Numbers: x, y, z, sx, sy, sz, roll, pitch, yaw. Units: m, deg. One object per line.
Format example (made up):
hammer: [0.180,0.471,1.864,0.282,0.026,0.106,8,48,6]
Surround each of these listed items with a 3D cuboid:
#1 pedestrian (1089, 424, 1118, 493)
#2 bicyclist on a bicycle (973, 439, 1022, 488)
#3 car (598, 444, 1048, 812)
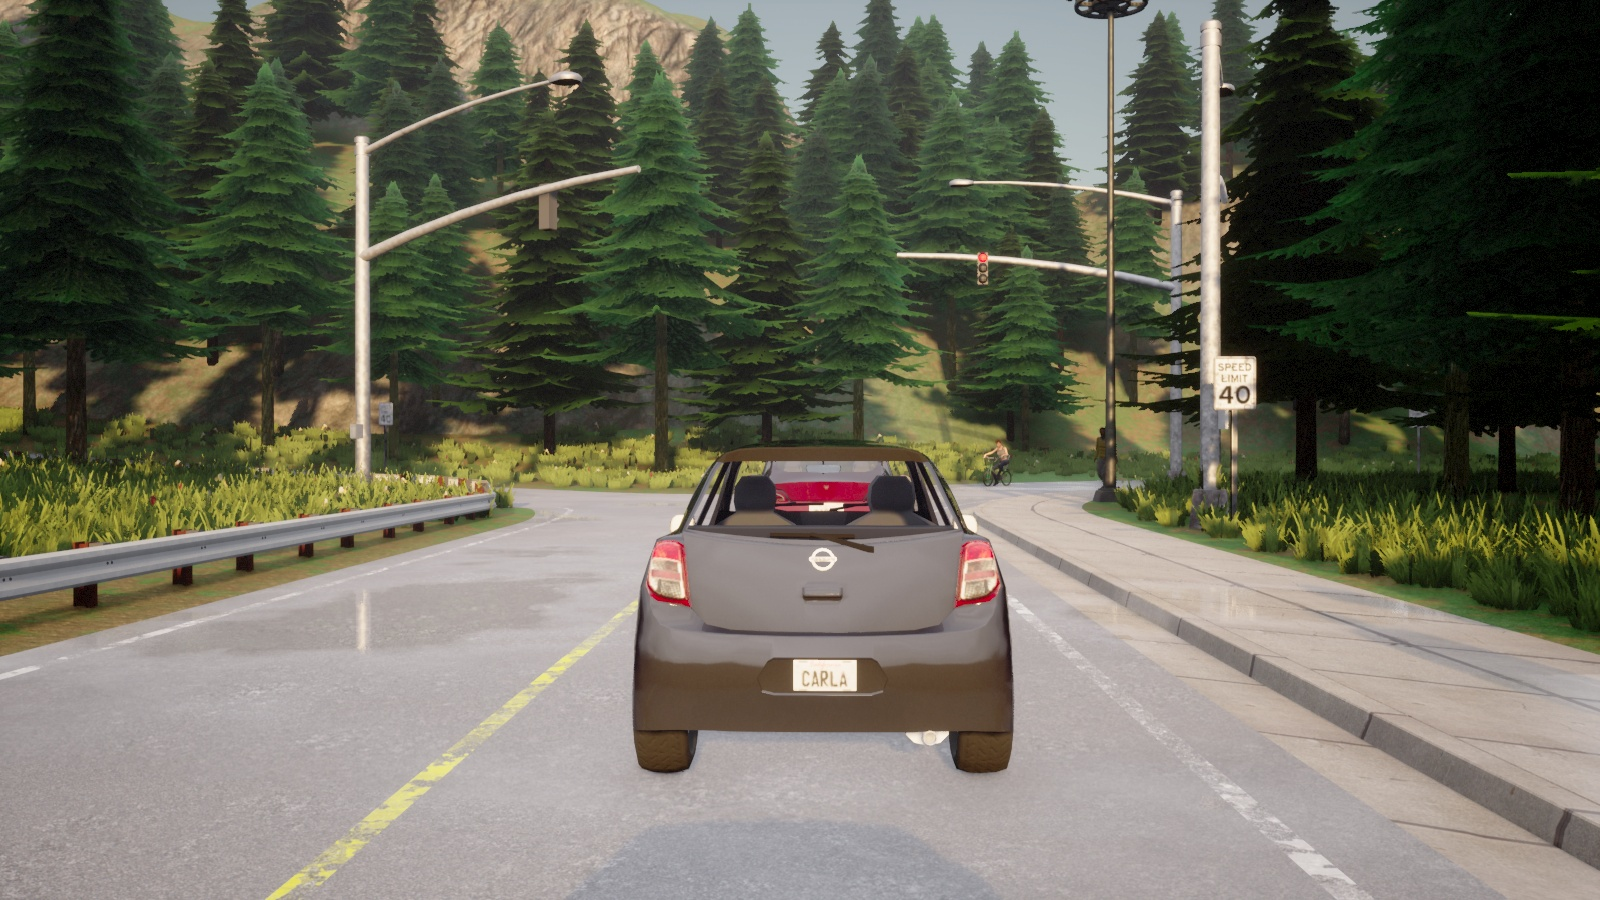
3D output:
pedestrian: [8.266,0.222,34.170,0.709,1.840,0.431,0,0,-42]
bicyclist on a bicycle: [6.714,0.447,42.732,1.509,1.612,0.866,0,0,-41]
car: [0.128,0.721,6.971,1.845,1.501,3.633,0,0,1]
